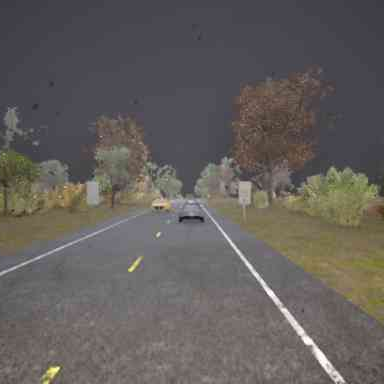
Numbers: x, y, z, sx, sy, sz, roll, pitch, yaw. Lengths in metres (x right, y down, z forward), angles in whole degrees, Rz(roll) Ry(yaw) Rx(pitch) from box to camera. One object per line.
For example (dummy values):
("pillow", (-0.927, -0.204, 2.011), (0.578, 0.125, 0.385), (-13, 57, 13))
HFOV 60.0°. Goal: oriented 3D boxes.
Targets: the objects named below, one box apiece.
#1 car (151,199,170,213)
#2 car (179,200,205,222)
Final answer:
("car", (-3.569, 1.510, 38.529), (1.882, 1.535, 5.008), (0, 0, 0))
("car", (-0.020, 1.571, 26.456), (1.994, 1.385, 4.181), (0, 0, 1))
